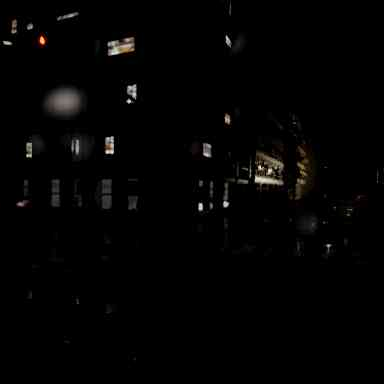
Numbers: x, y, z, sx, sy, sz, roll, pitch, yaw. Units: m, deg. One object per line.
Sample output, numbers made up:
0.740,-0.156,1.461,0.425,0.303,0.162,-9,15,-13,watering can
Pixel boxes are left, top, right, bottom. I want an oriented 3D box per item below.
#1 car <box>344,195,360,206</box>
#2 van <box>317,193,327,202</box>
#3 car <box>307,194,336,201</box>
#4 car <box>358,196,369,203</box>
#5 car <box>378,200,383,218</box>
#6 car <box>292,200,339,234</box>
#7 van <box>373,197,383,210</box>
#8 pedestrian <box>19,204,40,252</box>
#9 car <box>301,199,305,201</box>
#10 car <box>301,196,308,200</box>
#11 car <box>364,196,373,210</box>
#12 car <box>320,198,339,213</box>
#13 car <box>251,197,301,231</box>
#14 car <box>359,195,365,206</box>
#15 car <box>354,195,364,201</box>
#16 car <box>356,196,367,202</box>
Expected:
26.237,1.448,54.705,1.882,1.535,5.008,1,0,24,car
27.818,1.235,71.218,1.690,1.788,3.998,1,0,24,van
11.505,1.322,28.737,2.097,1.767,4.553,1,0,24,car
35.006,1.522,67.997,1.887,1.381,4.507,1,0,24,car
16.841,1.608,27.465,1.802,1.307,4.206,1,0,24,car
7.341,1.483,19.400,1.837,1.490,4.892,1,0,26,car
19.115,1.362,32.530,1.690,1.788,3.998,1,0,24,van
-6.062,1.321,12.395,0.375,1.860,0.375,1,1,25,pedestrian
7.380,1.492,25.621,1.887,1.381,4.507,1,0,24,car
11.921,1.482,35.754,1.887,1.381,4.507,1,0,24,car
23.654,1.450,42.664,1.967,1.590,4.097,1,0,24,car
15.767,1.487,38.069,1.812,1.442,4.674,1,0,24,car
5.112,1.266,20.553,2.192,1.841,5.009,1,0,24,car
28.195,1.549,52.798,2.008,1.369,4.403,1,0,24,car
41.818,1.505,83.197,2.008,1.369,4.403,1,0,24,car
37.277,1.515,73.064,1.887,1.381,4.507,1,0,24,car
